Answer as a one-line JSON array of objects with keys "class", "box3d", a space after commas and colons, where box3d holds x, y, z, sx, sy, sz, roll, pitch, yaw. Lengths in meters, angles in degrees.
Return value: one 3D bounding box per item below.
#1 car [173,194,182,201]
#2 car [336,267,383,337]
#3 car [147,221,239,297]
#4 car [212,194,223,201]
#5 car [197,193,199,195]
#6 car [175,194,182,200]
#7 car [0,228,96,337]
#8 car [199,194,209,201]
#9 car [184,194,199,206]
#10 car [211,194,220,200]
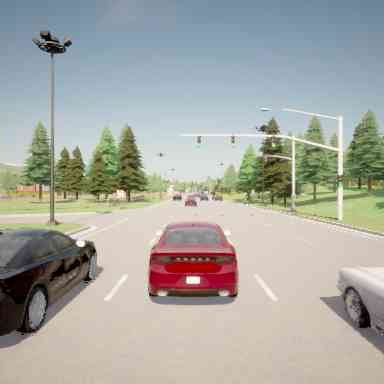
[{"class": "car", "box3d": [-3.791, 1.469, 83.831, 1.882, 1.535, 5.008, 0, 0, 0]}, {"class": "car", "box3d": [3.589, 1.601, 3.999, 1.895, 1.301, 4.718, 0, 0, 0]}, {"class": "car", "box3d": [0.033, 1.478, 8.628, 1.882, 1.535, 5.008, 0, 0, 0]}, {"class": "car", "box3d": [6.709, 1.517, 83.867, 2.128, 1.511, 4.902, 0, 0, 0]}, {"class": "car", "box3d": [3.173, 1.357, 94.275, 2.128, 1.511, 4.902, 0, 0, 0]}, {"class": "car", "box3d": [-3.827, 1.310, 94.250, 1.882, 1.535, 5.008, 0, 0, 0]}, {"class": "car", "box3d": [-3.421, 1.477, 6.770, 1.882, 1.535, 5.008, 0, 0, 0]}, {"class": "car", "box3d": [3.208, 1.516, 84.272, 1.812, 1.442, 4.674, 0, 0, 0]}, {"class": "car", "box3d": [-0.184, 1.525, 53.230, 1.812, 1.442, 4.674, 0, 0, 0]}, {"class": "car", "box3d": [6.673, 1.372, 94.287, 2.033, 1.411, 5.357, 0, 0, 0]}]
